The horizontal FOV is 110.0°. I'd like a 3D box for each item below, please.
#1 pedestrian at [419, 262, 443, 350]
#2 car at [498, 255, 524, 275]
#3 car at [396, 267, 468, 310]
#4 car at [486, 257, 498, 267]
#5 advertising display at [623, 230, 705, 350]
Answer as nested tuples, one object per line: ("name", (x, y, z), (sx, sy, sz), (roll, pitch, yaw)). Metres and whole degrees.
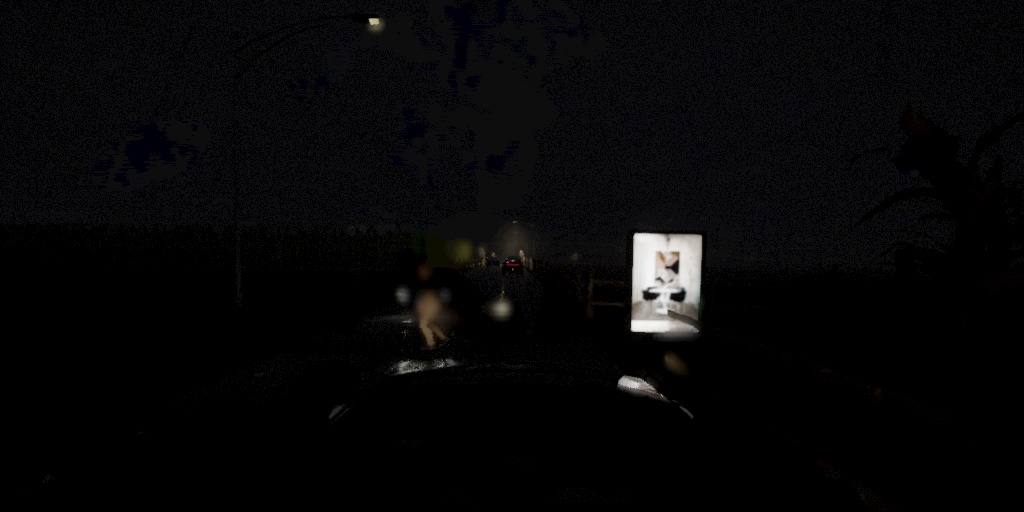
("pedestrian", (-1.678, 0.969, 7.276), (0.375, 1.860, 0.375), (-2, 2, -10))
("car", (0.084, 0.963, 34.288), (2.128, 1.511, 4.902), (0, 0, 0))
("car", (-2.853, 1.150, 14.101), (2.033, 1.411, 5.357), (0, 1, 0))
("car", (-2.845, 0.879, 53.812), (1.882, 1.535, 5.008), (0, 0, 0))
("advertising display", (3.123, 0.698, 7.463), (1.540, 2.440, 0.280), (0, 0, 0))
